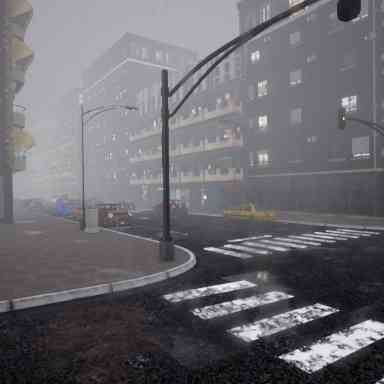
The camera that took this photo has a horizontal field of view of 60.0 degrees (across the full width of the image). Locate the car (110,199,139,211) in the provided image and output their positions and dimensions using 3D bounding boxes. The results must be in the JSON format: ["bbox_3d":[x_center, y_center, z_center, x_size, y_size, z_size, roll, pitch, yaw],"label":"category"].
[{"bbox_3d":[-8.676,1.582,42.336,2.008,1.369,4.403,-1,1,-36],"label":"car"}]

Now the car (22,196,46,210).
[{"bbox_3d":[-21.935,1.628,46.456,1.967,1.590,4.097,-1,1,-36],"label":"car"}]

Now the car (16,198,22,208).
[{"bbox_3d":[-25.155,1.770,50.956,1.947,1.339,4.313,-1,1,-36],"label":"car"}]

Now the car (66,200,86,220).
[{"bbox_3d":[-8.946,1.652,28.321,1.752,1.417,4.829,-1,1,-36],"label":"car"}]

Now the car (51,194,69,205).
[{"bbox_3d":[-22.652,1.351,57.395,2.150,2.045,5.566,-1,1,-36],"label":"car"}]

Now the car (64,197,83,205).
[{"bbox_3d":[-21.565,1.645,60.334,2.008,1.369,4.403,-1,1,-36],"label":"car"}]

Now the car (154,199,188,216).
[{"bbox_3d":[-2.233,1.441,33.336,1.967,1.590,4.097,-1,1,-36],"label":"car"}]

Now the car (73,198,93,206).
[{"bbox_3d":[-18.343,1.644,55.835,1.947,1.339,4.313,-1,1,-36],"label":"car"}]

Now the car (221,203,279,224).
[{"bbox_3d":[4.113,1.498,24.477,1.752,1.417,4.829,-1,1,-36],"label":"car"}]

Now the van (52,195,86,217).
[{"bbox_3d":[-12.270,1.483,32.957,1.690,1.788,3.998,-1,1,-36],"label":"van"}]

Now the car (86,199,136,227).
[{"bbox_3d":[-5.824,1.553,23.960,1.967,1.590,4.097,-1,1,-36],"label":"car"}]

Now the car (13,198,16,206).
[{"bbox_3d":[-31.600,1.782,59.956,1.887,1.381,4.507,-1,1,-36],"label":"car"}]

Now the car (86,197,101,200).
[{"bbox_3d":[-15.122,1.502,51.334,1.967,1.590,4.097,-1,1,-36],"label":"car"}]

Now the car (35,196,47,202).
[{"bbox_3d":[-37.676,1.728,82.832,1.887,1.381,4.507,-1,1,-36],"label":"car"}]
